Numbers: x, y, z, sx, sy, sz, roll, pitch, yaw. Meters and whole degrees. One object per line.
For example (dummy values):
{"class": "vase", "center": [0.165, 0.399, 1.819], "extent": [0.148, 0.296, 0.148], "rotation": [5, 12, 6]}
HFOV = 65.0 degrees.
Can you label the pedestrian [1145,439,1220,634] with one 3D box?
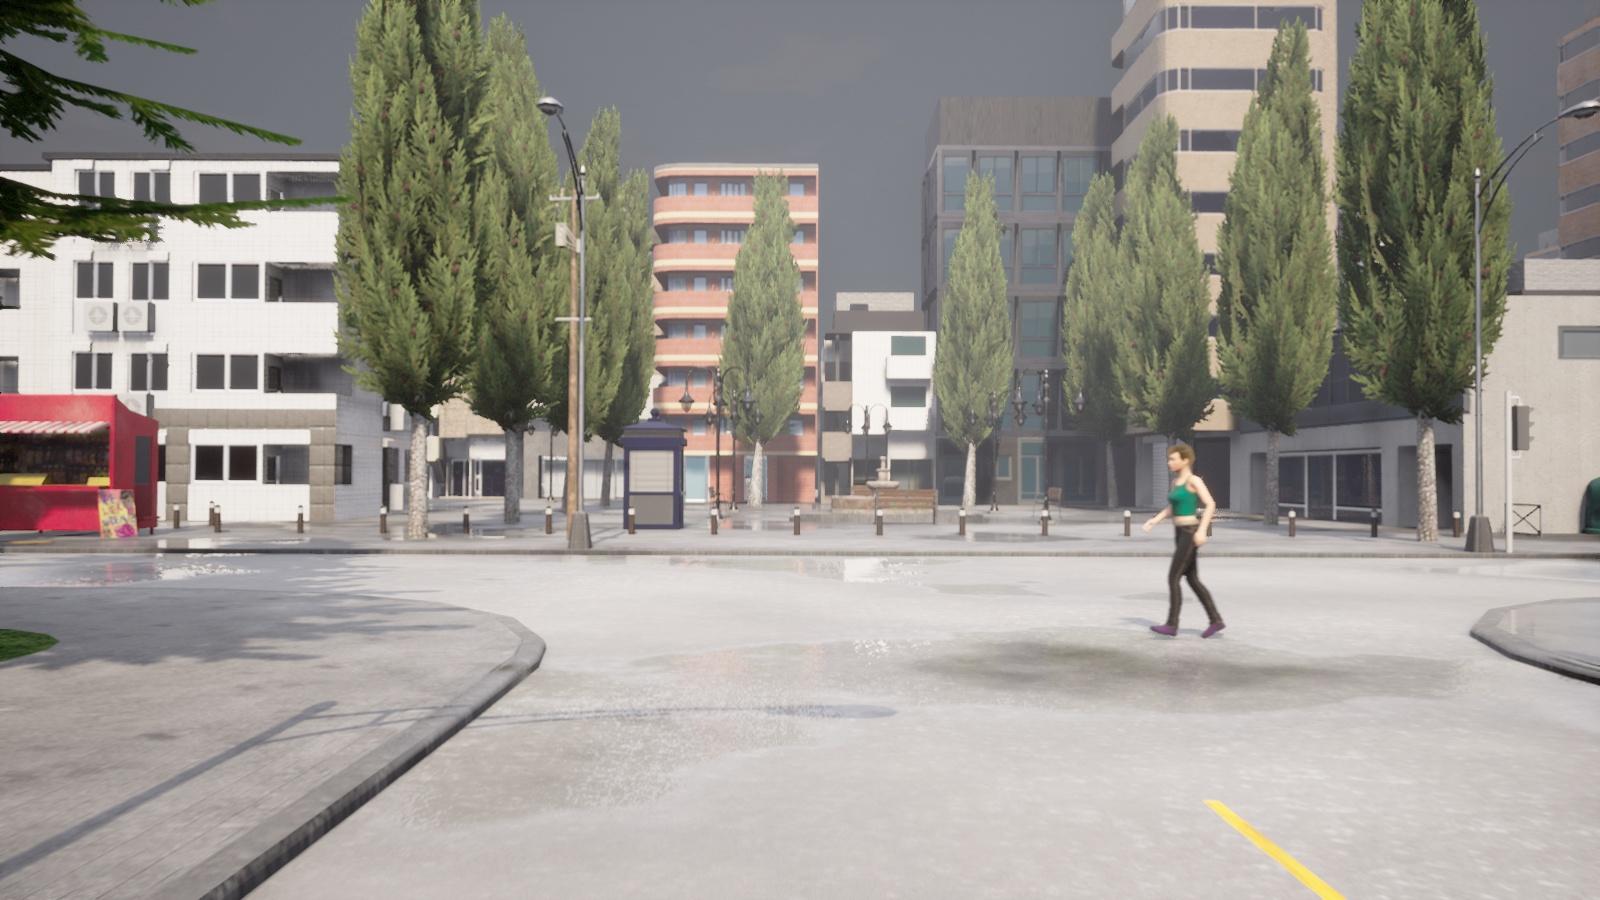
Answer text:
{"class": "pedestrian", "center": [3.645, 0.814, 11.988], "extent": [0.594, 1.836, 0.345], "rotation": [0, -1, 0]}
